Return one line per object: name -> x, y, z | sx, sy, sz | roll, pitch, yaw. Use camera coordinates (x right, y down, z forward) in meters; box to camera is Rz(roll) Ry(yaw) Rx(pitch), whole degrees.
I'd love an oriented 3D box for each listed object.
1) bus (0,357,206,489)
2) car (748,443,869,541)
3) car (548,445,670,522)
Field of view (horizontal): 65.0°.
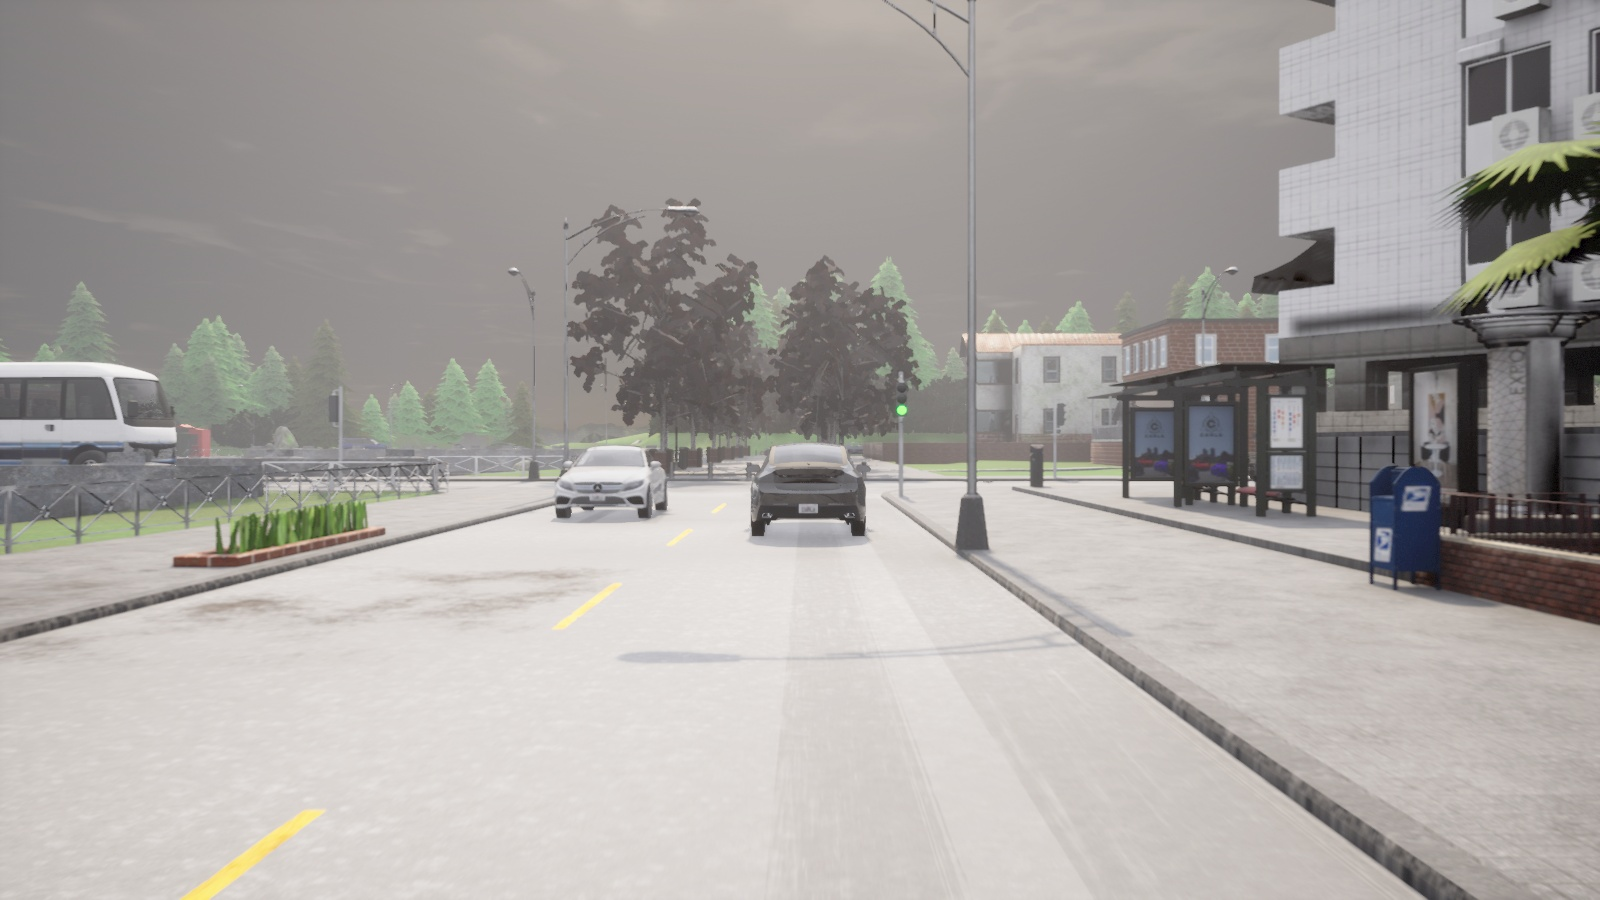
bus -> -26.250, -0.892, 42.718 | 10.273, 4.253, 3.944 | 0, 0, 2
car -> 0.139, 0.630, 21.556 | 1.837, 1.490, 4.892 | 0, 0, 0
car -> -3.843, 0.622, 26.034 | 1.812, 1.442, 4.674 | 0, 0, 0
